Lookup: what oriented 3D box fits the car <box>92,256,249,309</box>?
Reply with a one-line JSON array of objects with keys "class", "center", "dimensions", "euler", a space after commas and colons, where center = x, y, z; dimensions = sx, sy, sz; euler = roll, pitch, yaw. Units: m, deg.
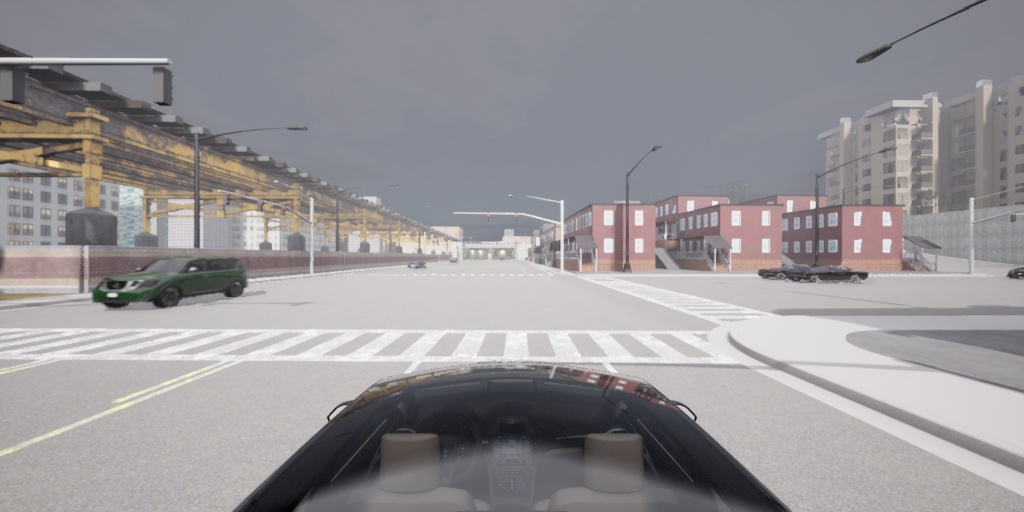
[{"class": "car", "center": [-14.044, 1.024, 15.356], "dimensions": [2.150, 2.045, 5.566], "euler": [0, 0, 0]}]

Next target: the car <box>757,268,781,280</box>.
[{"class": "car", "center": [23.334, 1.348, 29.962], "dimensions": [4.718, 1.301, 1.895], "euler": [0, 0, 0]}]

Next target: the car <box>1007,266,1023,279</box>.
[{"class": "car", "center": [44.417, 1.313, 29.948], "dimensions": [4.181, 1.385, 1.994], "euler": [0, 0, 0]}]

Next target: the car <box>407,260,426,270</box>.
[{"class": "car", "center": [-14.179, 1.291, 53.563], "dimensions": [2.128, 1.511, 4.902], "euler": [0, 1, 0]}]

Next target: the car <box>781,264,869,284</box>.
[{"class": "car", "center": [23.135, 1.348, 26.463], "dimensions": [4.718, 1.301, 1.895], "euler": [0, 0, 0]}]
